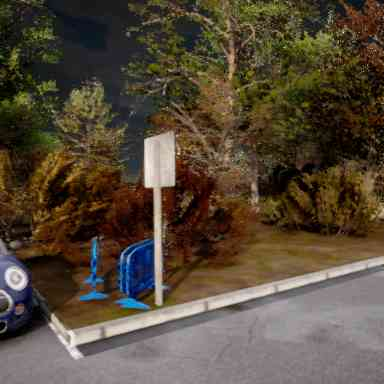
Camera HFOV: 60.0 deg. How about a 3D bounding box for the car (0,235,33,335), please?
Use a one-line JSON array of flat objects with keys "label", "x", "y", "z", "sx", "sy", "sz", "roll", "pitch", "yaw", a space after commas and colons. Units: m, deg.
[{"label": "car", "x": -4.495, "y": 1.349, "z": 6.308, "sx": 2.185, "sy": 1.767, "sz": 4.553, "roll": 1, "pitch": -1, "yaw": -36}]
